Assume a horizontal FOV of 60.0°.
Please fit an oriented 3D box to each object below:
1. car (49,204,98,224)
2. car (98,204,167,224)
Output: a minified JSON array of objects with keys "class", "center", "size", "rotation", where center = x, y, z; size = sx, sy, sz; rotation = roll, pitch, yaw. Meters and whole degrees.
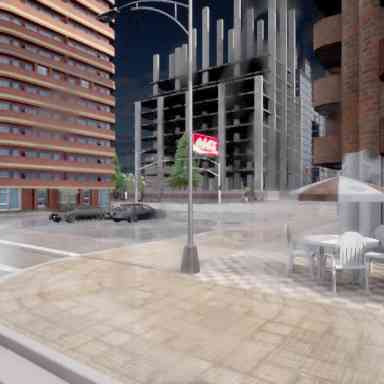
[{"class":"car","center":[-8.765,1.619,25.631],"size":[1.994,1.385,4.181],"rotation":[0,0,36]},{"class":"car","center":[-4.235,1.603,25.566],"size":[2.033,1.411,5.357],"rotation":[0,0,35]}]
